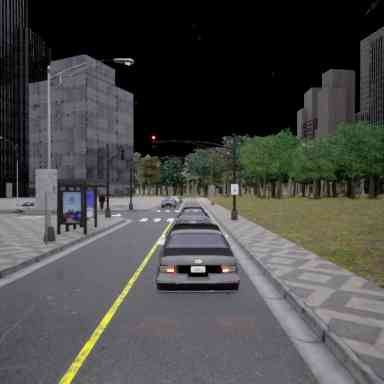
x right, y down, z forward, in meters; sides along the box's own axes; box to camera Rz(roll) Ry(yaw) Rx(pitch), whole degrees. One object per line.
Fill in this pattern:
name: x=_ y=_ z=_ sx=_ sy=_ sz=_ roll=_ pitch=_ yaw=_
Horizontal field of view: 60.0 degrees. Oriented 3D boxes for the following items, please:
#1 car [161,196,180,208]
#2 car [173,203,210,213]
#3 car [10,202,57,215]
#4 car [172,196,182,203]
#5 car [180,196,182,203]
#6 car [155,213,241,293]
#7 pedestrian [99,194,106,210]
car: x=-3.129 y=1.519 z=45.811 sx=1.994 sy=1.385 sz=4.181 roll=0 pitch=0 yaw=-1
car: x=0.071 y=1.554 z=19.239 sx=1.994 sy=1.385 sz=4.181 roll=0 pitch=0 yaw=0
car: x=-14.241 y=1.553 z=31.176 sx=4.718 sy=1.301 sz=1.895 roll=0 pitch=0 yaw=1
car: x=-3.076 y=1.509 z=69.367 sx=1.895 sy=1.301 sz=4.718 roll=0 pitch=0 yaw=0
car: x=-3.122 y=1.461 z=57.390 sx=1.812 sy=1.442 sz=4.674 roll=0 pitch=0 yaw=0
car: x=0.094 y=1.545 z=8.961 sx=2.033 sy=1.411 sz=5.357 roll=0 pitch=0 yaw=-1
pedestrian: x=-10.108 y=1.051 z=37.307 sx=0.375 sy=1.860 sz=0.375 roll=0 pitch=0 yaw=1
